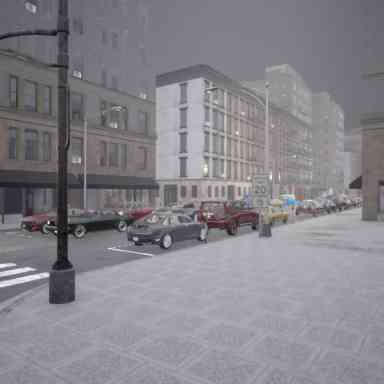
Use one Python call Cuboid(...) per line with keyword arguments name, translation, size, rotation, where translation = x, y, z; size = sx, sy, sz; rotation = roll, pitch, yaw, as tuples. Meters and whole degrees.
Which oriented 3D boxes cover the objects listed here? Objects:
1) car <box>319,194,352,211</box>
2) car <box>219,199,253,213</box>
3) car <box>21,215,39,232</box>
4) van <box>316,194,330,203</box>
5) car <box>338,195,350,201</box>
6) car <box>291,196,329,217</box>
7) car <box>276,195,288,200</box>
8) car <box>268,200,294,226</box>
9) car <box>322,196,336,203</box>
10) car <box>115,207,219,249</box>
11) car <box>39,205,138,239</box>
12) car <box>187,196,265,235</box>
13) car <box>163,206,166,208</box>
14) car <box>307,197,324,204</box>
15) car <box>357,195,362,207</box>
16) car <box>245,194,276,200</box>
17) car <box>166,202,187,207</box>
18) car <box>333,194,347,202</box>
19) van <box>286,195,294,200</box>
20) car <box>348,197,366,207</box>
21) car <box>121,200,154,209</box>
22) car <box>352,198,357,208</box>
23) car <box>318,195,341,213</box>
Cuboid(name="car", translation=(17.755, 1.350, 41.143), size=(2.192, 1.841, 5.009), rotation=(0, 0, 35))
Cuboid(name="car", translation=(4.967, 1.536, 36.907), size=(1.887, 1.381, 4.507), rotation=(0, 0, 35))
Cuboid(name="car", translation=(-7.474, 1.529, 19.204), size=(1.887, 1.381, 4.507), rotation=(0, 0, 35))
Cuboid(name="van", translation=(26.741, 1.348, 67.886), size=(1.690, 1.788, 3.998), rotation=(0, 0, 35))
Cuboid(name="car", translation=(39.183, 1.556, 85.590), size=(1.887, 1.381, 4.507), rotation=(0, 0, 35))
Cuboid(name="car", translation=(11.533, 1.471, 32.292), size=(1.967, 1.590, 4.097), rotation=(0, 0, 35))
Cuboid(name="car", translation=(11.090, 1.521, 45.619), size=(1.752, 1.417, 4.829), rotation=(0, 0, 35))
Cuboid(name="car", translation=(5.410, 1.553, 23.580), size=(1.752, 1.417, 4.829), rotation=(0, 0, 35))
Cuboid(name="car", translation=(29.851, 1.554, 72.312), size=(1.887, 1.381, 4.507), rotation=(0, 0, 35))
Cuboid(name="car", translation=(-0.909, 1.575, 14.590), size=(2.008, 1.369, 4.403), rotation=(0, 0, 35))
Cuboid(name="car", translation=(-5.329, 1.598, 17.843), size=(1.895, 1.301, 4.718), rotation=(0, 0, 32))
Cuboid(name="car", translation=(2.202, 1.341, 19.014), size=(2.192, 1.841, 5.009), rotation=(0, 0, 35))
Cuboid(name="car", translation=(-1.253, 1.539, 28.056), size=(2.008, 1.369, 4.403), rotation=(0, 0, 35))
Cuboid(name="car", translation=(23.630, 1.571, 63.461), size=(1.947, 1.339, 4.313), rotation=(0, 0, 35))
Cuboid(name="car", translation=(23.975, 1.606, 49.995), size=(1.947, 1.339, 4.313), rotation=(0, 0, 35))
Cuboid(name="car", translation=(6.403, 1.225, 34.512), size=(2.150, 2.045, 5.566), rotation=(0, 0, 35))
Cuboid(name="car", translation=(0.430, 1.505, 26.041), size=(1.837, 1.490, 4.892), rotation=(0, 0, 35))
Cuboid(name="car", translation=(36.073, 1.326, 81.163), size=(2.192, 1.841, 5.009), rotation=(0, 0, 35))
Cuboid(name="van", translation=(14.300, 1.339, 50.183), size=(1.690, 1.788, 3.998), rotation=(0, 0, 35))
Cuboid(name="car", translation=(27.085, 1.593, 54.420), size=(2.008, 1.369, 4.403), rotation=(0, 0, 35))
Cuboid(name="car", translation=(-4.364, 1.426, 23.629), size=(1.967, 1.590, 4.097), rotation=(0, 0, 35))
Cuboid(name="car", translation=(20.864, 1.620, 45.569), size=(1.802, 1.307, 4.206), rotation=(0, 0, 35))
Cuboid(name="car", translation=(14.644, 1.473, 36.717), size=(1.967, 1.590, 4.097), rotation=(0, 0, 35))
